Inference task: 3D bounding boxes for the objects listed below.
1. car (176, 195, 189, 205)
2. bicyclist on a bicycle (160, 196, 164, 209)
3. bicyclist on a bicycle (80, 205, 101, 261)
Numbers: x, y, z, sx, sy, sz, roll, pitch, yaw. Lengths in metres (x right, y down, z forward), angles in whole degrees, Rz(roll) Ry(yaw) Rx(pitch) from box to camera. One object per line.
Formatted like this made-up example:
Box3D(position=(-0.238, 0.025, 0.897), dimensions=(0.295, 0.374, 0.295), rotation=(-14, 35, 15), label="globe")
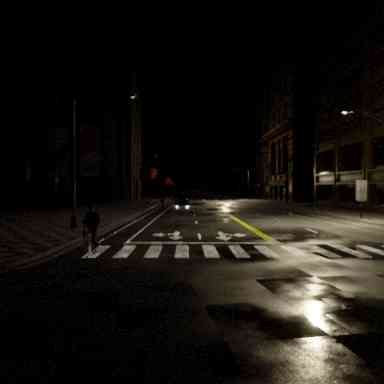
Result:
Box3D(position=(-1.584, 1.262, 54.771), dimensions=(2.097, 1.767, 4.553), rotation=(0, 0, 0), label="car")
Box3D(position=(-3.732, 1.375, 41.741), dimensions=(0.582, 1.620, 1.656), rotation=(0, 1, -1), label="bicyclist on a bicycle")
Box3D(position=(-3.463, 1.342, 11.276), dimensions=(0.659, 1.776, 1.843), rotation=(0, 0, 0), label="bicyclist on a bicycle")
